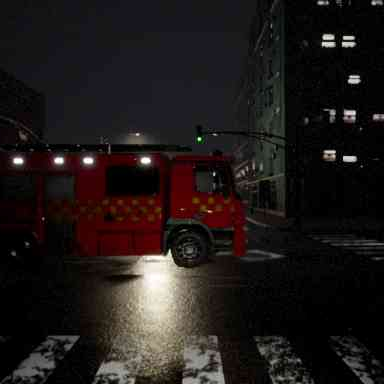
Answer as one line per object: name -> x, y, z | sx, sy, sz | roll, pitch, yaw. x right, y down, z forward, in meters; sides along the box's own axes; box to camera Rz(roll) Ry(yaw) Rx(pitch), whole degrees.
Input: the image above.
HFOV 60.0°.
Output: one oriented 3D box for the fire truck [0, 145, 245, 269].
fire truck -> -2.633, 0.323, 11.088 | 8.468, 3.827, 2.891 | 0, 0, 1
